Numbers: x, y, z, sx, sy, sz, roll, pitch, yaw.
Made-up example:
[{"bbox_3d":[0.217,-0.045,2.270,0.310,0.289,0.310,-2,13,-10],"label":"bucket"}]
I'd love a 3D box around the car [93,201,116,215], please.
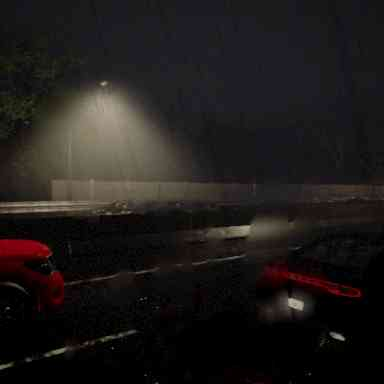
[{"bbox_3d":[-6.191,1.497,29.105,4.892,1.490,1.837,0,0,-38],"label":"car"}]

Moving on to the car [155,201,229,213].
[{"bbox_3d":[0.417,1.470,21.482,5.008,1.535,1.882,0,0,-35],"label":"car"}]

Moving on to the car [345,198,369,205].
[{"bbox_3d":[26.162,1.566,52.678,4.181,1.385,1.994,0,0,-35],"label":"car"}]

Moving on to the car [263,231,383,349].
[{"bbox_3d":[3.523,1.473,6.259,5.008,1.535,1.882,0,0,-35],"label":"car"}]

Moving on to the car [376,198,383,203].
[{"bbox_3d":[30.156,1.568,51.213,4.181,1.385,1.994,0,0,-35],"label":"car"}]

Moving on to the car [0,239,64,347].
[{"bbox_3d":[-4.798,1.225,4.630,5.566,2.045,2.150,0,0,-35],"label":"car"}]

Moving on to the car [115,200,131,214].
[{"bbox_3d":[-3.520,1.518,27.272,4.674,1.442,1.812,0,0,-35],"label":"car"}]

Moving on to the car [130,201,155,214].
[{"bbox_3d":[-1.637,1.470,24.317,5.008,1.535,1.882,0,0,-35],"label":"car"}]
